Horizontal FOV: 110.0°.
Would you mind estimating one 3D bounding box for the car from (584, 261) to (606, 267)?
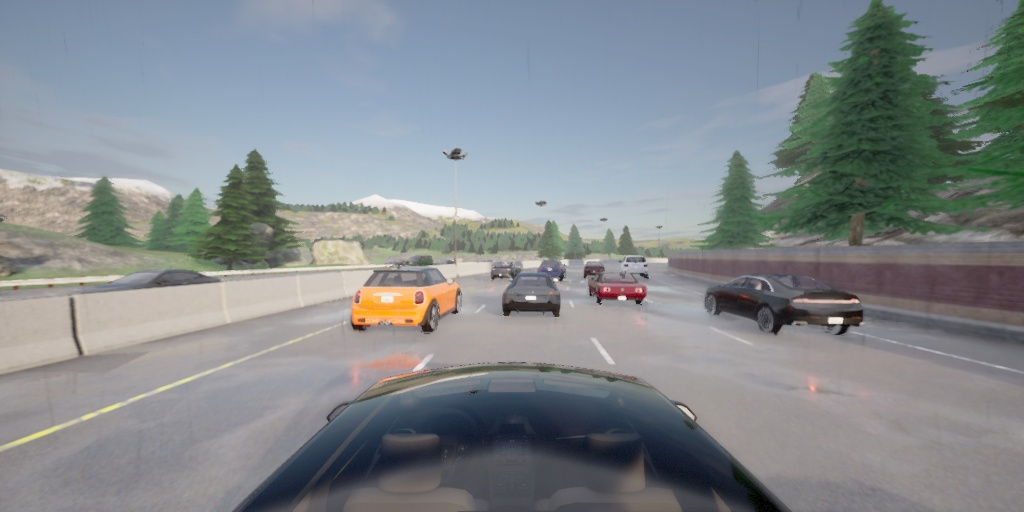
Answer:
[{"bbox_3d":[7.841,1.222,33.965,1.882,1.535,5.008,0,0,14],"label":"car"}]

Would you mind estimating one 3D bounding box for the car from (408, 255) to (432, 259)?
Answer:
[{"bbox_3d":[-13.094,0.896,50.248,2.150,2.045,5.566,0,0,18],"label":"car"}]

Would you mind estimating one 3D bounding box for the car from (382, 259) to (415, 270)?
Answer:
[{"bbox_3d":[-16.299,1.153,51.685,2.128,1.511,4.902,0,0,18],"label":"car"}]

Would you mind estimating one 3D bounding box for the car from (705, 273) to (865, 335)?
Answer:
[{"bbox_3d":[7.538,1.255,10.588,2.128,1.511,4.902,0,0,4],"label":"car"}]

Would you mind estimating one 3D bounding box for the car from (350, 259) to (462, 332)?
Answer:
[{"bbox_3d":[-2.938,1.086,10.960,2.097,1.767,4.553,0,0,4],"label":"car"}]

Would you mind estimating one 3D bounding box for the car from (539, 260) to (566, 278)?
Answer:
[{"bbox_3d":[3.460,1.087,30.579,2.097,1.767,4.553,0,0,12],"label":"car"}]

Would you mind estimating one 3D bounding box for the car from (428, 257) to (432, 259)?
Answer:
[{"bbox_3d":[-9.463,1.207,50.084,1.812,1.442,4.674,0,0,19],"label":"car"}]

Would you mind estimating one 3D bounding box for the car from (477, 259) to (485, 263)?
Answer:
[{"bbox_3d":[-4.038,1.240,55.002,2.033,1.411,5.357,0,0,21],"label":"car"}]

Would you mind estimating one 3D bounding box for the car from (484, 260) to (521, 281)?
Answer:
[{"bbox_3d":[-0.393,1.217,29.352,2.128,1.511,4.902,0,0,11],"label":"car"}]

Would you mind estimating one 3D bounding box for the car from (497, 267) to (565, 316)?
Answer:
[{"bbox_3d":[0.780,1.306,13.443,1.994,1.385,4.181,0,0,5],"label":"car"}]

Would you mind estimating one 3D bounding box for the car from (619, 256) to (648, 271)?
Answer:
[{"bbox_3d":[11.202,0.976,33.109,2.150,2.045,5.566,0,0,14],"label":"car"}]

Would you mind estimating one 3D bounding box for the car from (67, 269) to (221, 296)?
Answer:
[{"bbox_3d":[-13.459,1.228,13.564,1.812,1.442,4.674,0,0,5],"label":"car"}]

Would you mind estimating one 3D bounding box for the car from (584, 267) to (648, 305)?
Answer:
[{"bbox_3d":[4.535,1.351,16.171,1.895,1.301,4.718,0,0,6],"label":"car"}]
